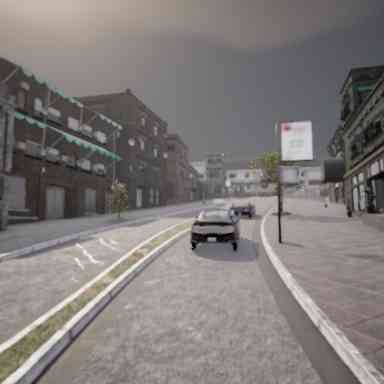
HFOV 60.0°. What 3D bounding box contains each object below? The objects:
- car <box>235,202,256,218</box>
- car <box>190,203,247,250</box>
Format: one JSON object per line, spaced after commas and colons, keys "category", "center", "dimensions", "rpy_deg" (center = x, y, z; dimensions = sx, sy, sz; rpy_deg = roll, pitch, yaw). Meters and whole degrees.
{"category": "car", "center": [4.443, 1.502, 29.070], "dimensions": [1.895, 1.301, 4.718], "rpy_deg": [-2, 0, 16]}
{"category": "car", "center": [1.122, 1.474, 14.340], "dimensions": [2.128, 1.511, 4.902], "rpy_deg": [-1, 0, 10]}
